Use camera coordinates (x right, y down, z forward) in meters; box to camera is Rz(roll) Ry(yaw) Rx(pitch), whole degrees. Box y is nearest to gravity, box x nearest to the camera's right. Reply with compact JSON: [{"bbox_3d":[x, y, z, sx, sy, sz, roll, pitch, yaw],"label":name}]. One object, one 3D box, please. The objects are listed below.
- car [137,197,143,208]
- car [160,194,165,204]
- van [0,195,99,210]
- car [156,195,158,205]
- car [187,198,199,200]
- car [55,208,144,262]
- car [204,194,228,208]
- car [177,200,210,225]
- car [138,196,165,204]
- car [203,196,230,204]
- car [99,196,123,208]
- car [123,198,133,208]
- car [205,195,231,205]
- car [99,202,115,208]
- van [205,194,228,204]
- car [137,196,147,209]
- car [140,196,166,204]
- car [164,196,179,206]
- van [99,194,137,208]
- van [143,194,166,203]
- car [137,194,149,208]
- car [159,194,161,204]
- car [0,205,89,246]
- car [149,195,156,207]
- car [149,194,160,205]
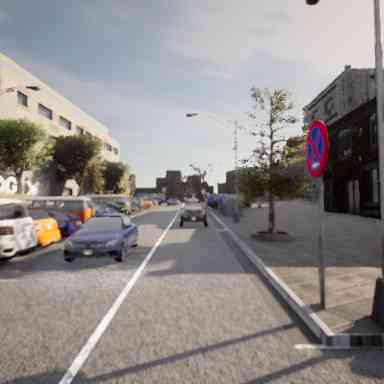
[{"bbox_3d":[-7.652,1.493,32.390,4.892,1.521,2.231,0,0,0],"label":"car"},{"bbox_3d":[-7.614,1.531,57.533,4.792,1.488,2.163,0,0,0],"label":"car"},{"bbox_3d":[-7.765,1.261,18.422,4.442,1.987,1.878,0,0,0],"label":"van"},{"bbox_3d":[-7.673,1.527,46.357,4.792,1.488,2.163,0,0,0],"label":"car"},{"bbox_3d":[0.105,1.493,41.210,1.882,1.535,5.008,0,0,0],"label":"car"},{"bbox_3d":[-3.098,1.530,12.205,1.812,1.442,4.674,0,0,0],"label":"car"},{"bbox_3d":[4.872,1.498,57.670,5.366,1.575,1.946,0,0,0],"label":"car"},{"bbox_3d":[0.103,1.534,23.731,1.812,1.442,4.674,0,0,0],"label":"car"},{"bbox_3d":[-7.642,1.507,63.061,5.008,1.535,2.097,0,0,0],"label":"car"},{"bbox_3d":[4.692,1.508,63.378,5.008,1.535,2.097,0,-1,0],"label":"car"},{"bbox_3d":[-7.678,1.363,24.008,4.553,1.767,2.185,0,0,0],"label":"car"},{"bbox_3d":[-7.642,1.490,26.678,5.008,1.535,2.097,0,0,0],"label":"car"},{"bbox_3d":[4.656,1.377,60.589,4.553,1.767,2.185,0,0,0],"label":"car"},{"bbox_3d":[-7.645,1.528,21.216,4.674,1.452,2.002,0,0,0],"label":"car"},{"bbox_3d":[4.804,1.306,66.155,4.442,1.987,1.878,0,-1,0],"label":"van"},{"bbox_3d":[-7.640,1.494,35.184,4.892,1.521,2.231,0,0,0],"label":"car"},{"bbox_3d":[-7.672,1.558,65.893,4.792,1.488,2.163,0,0,0],"label":"car"},{"bbox_3d":[-3.062,1.621,54.087,1.895,1.301,4.718,0,0,0],"label":"car"},{"bbox_3d":[-7.530,1.265,29.596,4.442,1.987,1.878,0,0,0],"label":"van"},{"bbox_3d":[-7.759,1.347,68.682,4.442,1.987,1.878,0,-1,0],"label":"van"},{"bbox_3d":[-7.613,1.368,37.976,4.553,1.767,2.185,0,0,0],"label":"car"},{"bbox_3d":[-7.673,1.529,51.946,4.792,1.488,2.163,0,0,0],"label":"car"},{"bbox_3d":[-7.676,1.515,15.626,4.792,1.488,2.163,0,0,0],"label":"car"},{"bbox_3d":[-7.830,1.493,43.564,5.366,1.575,1.946,0,0,0],"label":"car"},{"bbox_3d":[-7.830,1.495,49.152,5.366,1.575,1.946,0,0,0],"label":"car"}]
